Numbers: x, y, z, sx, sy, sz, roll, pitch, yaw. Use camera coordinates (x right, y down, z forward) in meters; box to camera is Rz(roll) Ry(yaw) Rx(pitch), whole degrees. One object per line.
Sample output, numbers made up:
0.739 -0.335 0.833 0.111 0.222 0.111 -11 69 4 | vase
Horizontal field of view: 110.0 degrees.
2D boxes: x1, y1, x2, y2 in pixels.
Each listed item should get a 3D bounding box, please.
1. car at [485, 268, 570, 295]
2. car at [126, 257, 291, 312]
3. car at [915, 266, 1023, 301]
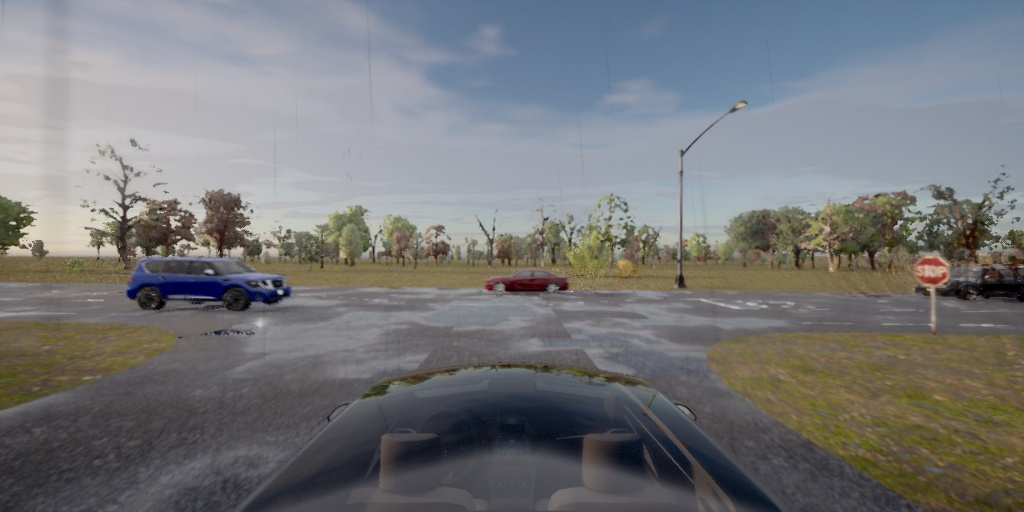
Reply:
0.913 1.489 21.346 5.008 1.535 1.882 1 0 1 | car
-12.127 1.076 14.516 5.566 2.045 2.150 1 0 1 | car
27.276 1.612 21.013 5.566 2.045 2.150 -1 0 1 | car
